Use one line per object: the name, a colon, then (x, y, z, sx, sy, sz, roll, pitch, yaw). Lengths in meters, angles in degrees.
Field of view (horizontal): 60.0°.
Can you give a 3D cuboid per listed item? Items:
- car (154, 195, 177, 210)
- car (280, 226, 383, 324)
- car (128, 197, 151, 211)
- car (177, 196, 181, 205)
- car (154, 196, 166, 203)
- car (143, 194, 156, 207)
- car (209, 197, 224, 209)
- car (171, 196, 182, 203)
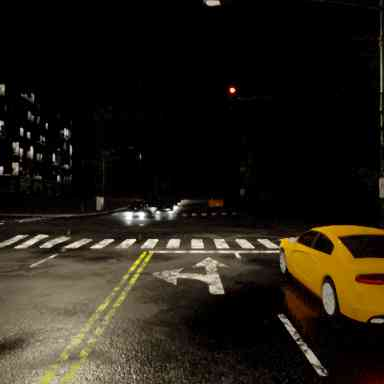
car: (-3.345, 1.506, 42.519, 1.882, 1.535, 5.008, 0, 0, 0)
car: (3.362, 1.476, 7.351, 1.882, 1.535, 5.008, -1, 0, 0)
car: (-6.594, 1.628, 41.118, 1.895, 1.301, 4.718, 0, 0, 0)
car: (-3.330, 1.528, 54.864, 2.128, 1.511, 4.902, 0, 0, 0)
car: (-6.500, 1.523, 68.527, 1.882, 1.535, 5.008, 0, 0, 0)
car: (-6.593, 1.256, 51.341, 2.150, 2.045, 5.566, 0, 0, 0)
car: (3.362, 1.478, 46.948, 1.882, 1.535, 5.008, 0, 1, 0)
car: (-3.244, 1.593, 69.182, 2.033, 1.411, 5.357, 0, 0, 0)
